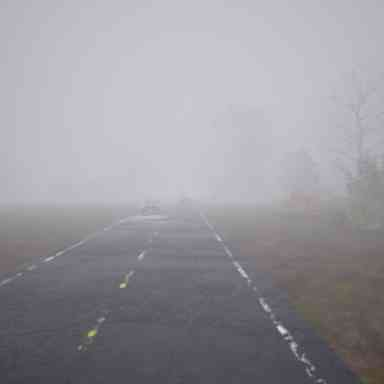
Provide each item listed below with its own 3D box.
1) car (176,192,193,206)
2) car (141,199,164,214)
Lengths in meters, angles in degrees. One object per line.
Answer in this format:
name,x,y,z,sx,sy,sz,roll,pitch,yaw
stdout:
car,-0.954,1.124,45.722,1.812,1.442,4.674,-1,0,-1
car,-3.820,1.362,32.196,1.895,1.301,4.718,-1,1,-1
